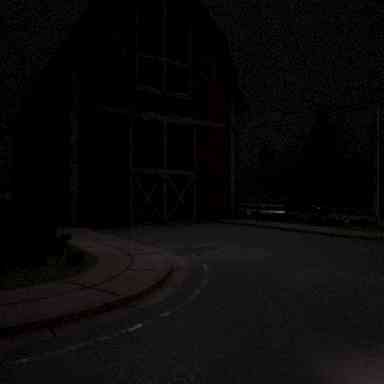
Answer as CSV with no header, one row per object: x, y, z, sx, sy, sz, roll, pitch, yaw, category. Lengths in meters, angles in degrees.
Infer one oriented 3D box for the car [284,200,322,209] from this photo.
11.824,1.591,35.785,1.994,1.385,4.181,0,0,-35,car
